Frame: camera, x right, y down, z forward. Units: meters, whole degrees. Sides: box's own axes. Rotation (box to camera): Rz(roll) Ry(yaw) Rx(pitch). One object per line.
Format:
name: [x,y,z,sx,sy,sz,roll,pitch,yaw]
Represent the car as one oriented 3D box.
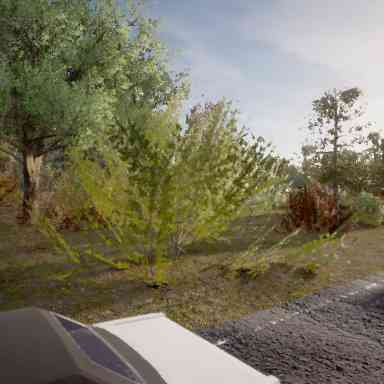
car: [-1.717,1.601,1.850,4.718,1.301,1.895,0,0,-36]
